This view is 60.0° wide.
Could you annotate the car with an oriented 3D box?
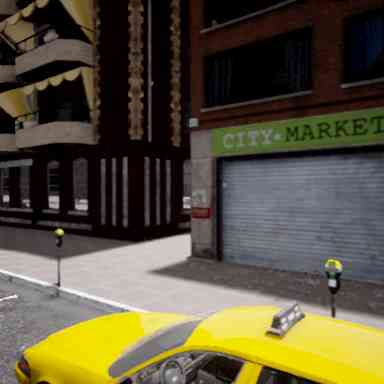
[{"bbox_3d":[0.459,1.524,2.550,4.829,1.417,1.752,0,0,36],"label":"car"}]
